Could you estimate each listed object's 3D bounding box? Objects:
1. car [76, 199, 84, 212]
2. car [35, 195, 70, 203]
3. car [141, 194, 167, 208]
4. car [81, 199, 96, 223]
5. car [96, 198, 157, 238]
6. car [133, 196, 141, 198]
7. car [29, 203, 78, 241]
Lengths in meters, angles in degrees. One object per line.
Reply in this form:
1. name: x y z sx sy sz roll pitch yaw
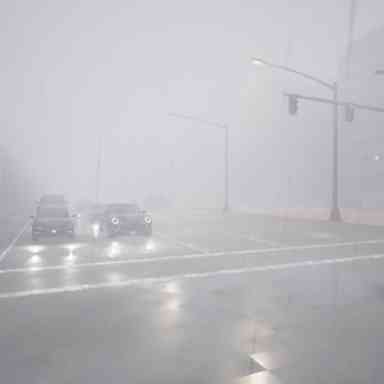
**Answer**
1. car: -12.491 1.564 38.820 1.812 1.442 4.674 0 0 -23
2. car: -10.946 1.244 26.155 2.150 2.045 5.566 0 0 -23
3. car: -5.477 1.286 49.523 2.150 2.045 5.566 0 0 -23
4. car: -7.358 1.576 26.644 2.033 1.411 5.357 0 0 -23
5. car: -3.664 1.373 17.921 2.097 1.767 4.553 0 0 -23
6. car: -9.598 1.424 59.149 2.097 1.767 4.553 0 0 -23
7. car: -7.110 1.519 17.081 1.837 1.490 4.892 0 0 -23
